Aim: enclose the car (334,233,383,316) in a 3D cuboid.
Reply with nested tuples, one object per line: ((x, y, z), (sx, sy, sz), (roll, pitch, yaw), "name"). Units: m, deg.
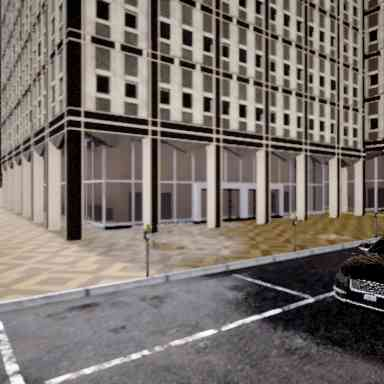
((4.905, 1.478, 6.875), (4.892, 1.490, 1.837), (0, 0, -35), "car")
